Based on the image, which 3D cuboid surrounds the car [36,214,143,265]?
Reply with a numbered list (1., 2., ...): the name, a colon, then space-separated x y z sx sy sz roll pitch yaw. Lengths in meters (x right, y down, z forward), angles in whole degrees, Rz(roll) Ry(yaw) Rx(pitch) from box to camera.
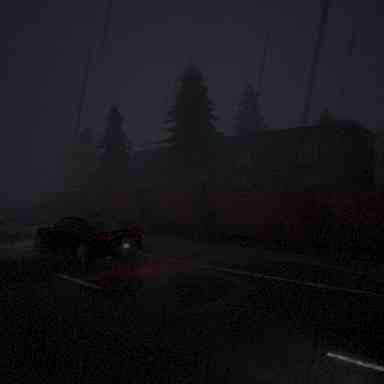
1. car: -3.878 1.532 12.034 5.008 1.535 1.882 0 0 42
